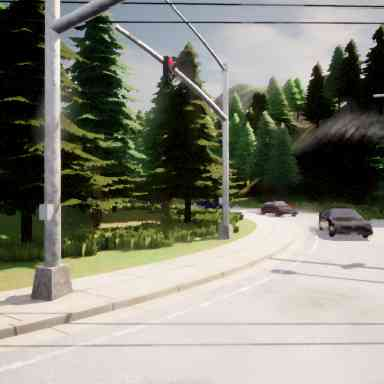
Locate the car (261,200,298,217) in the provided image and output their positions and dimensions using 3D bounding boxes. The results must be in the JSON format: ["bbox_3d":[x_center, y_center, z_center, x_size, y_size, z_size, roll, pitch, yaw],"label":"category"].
[{"bbox_3d":[8.045,1.525,31.144,1.812,1.442,4.674,0,0,-15],"label":"car"}]

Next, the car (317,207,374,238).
[{"bbox_3d":[8.030,1.547,17.949,2.033,1.411,5.357,0,0,12],"label":"car"}]

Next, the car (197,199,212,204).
[{"bbox_3d":[3.169,1.478,42.158,1.882,1.535,5.008,0,0,-33],"label":"car"}]
